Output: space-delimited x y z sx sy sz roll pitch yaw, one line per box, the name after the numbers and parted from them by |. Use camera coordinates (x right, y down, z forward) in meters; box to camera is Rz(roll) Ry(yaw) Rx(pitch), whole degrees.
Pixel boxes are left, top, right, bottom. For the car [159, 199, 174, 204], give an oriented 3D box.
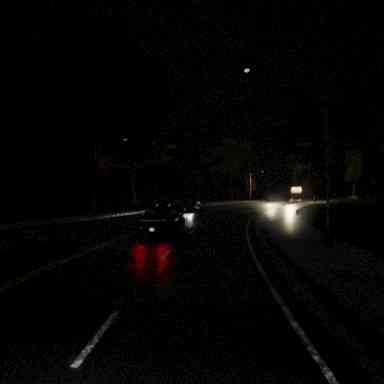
-2.967 1.669 42.685 2.097 1.767 4.553 0 0 18 | car

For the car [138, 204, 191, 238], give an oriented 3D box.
-1.621 1.631 18.685 2.128 1.511 4.902 0 0 8 | car

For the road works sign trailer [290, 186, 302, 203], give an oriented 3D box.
23.573 0.571 74.791 2.380 3.560 2.880 -1 0 38 | road works sign trailer

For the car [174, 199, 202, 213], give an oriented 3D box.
-0.089 1.782 41.069 2.128 1.511 4.902 0 0 18 | car
